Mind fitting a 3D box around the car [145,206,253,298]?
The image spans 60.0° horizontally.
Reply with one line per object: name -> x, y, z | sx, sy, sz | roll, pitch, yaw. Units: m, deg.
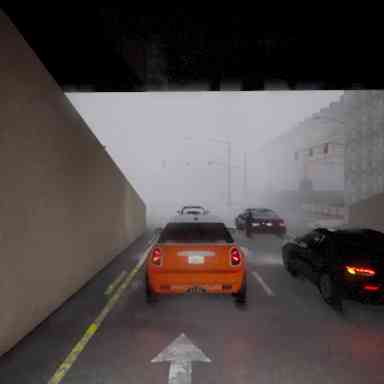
car -> 0.083, 1.365, 8.701 | 2.097, 1.767, 4.553 | 0, 0, 0

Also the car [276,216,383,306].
car -> 3.581, 1.538, 7.925 | 1.812, 1.442, 4.674 | 0, 0, 0

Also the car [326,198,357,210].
car -> 17.540, 1.357, 38.853 | 1.853, 1.218, 4.536 | 0, 0, 45

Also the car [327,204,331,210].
car -> 17.504, 1.514, 38.816 | 2.038, 1.542, 4.974 | 0, 0, 45

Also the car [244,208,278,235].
car -> 3.585, 1.576, 18.181 | 2.033, 1.411, 5.357 | 0, 0, -1

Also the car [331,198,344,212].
car -> 17.404, 1.507, 34.209 | 2.038, 1.542, 4.974 | 0, 0, -35

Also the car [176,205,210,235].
car -> 0.063, 1.558, 20.048 | 1.812, 1.442, 4.674 | 0, 0, 0
